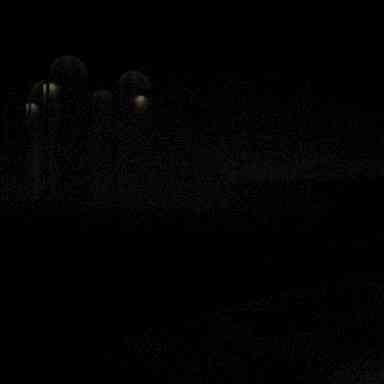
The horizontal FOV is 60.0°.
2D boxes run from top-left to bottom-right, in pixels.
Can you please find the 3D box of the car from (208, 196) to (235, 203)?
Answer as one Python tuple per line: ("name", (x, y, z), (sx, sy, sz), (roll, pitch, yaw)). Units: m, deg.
("car", (4.132, 1.313, 46.864), (2.097, 1.767, 4.553), (0, 0, -35))
